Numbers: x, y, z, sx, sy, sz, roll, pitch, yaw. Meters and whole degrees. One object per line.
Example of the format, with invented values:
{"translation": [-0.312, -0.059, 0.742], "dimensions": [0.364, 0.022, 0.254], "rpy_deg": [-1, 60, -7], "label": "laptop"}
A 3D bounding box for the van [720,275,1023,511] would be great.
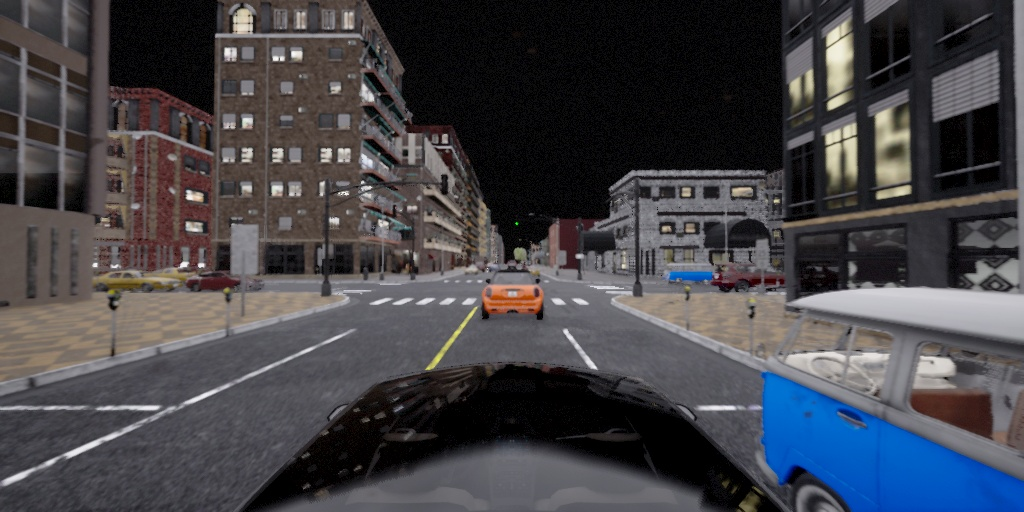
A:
{"translation": [2.658, 1.083, 1.095], "dimensions": [1.690, 1.789, 3.998], "rpy_deg": [0, 0, 0], "label": "van"}

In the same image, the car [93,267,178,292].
{"translation": [-22.962, 1.481, 21.885], "dimensions": [4.829, 1.417, 1.751], "rpy_deg": [0, 0, 0], "label": "car"}

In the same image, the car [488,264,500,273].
{"translation": [-3.043, 2.130, 62.370], "dimensions": [1.812, 1.442, 4.674], "rpy_deg": [0, -1, 1], "label": "car"}

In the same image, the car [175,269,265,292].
{"translation": [-17.469, 1.548, 21.898], "dimensions": [4.207, 1.307, 1.802], "rpy_deg": [0, 0, 0], "label": "car"}

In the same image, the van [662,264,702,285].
{"translation": [14.894, 1.550, 30.357], "dimensions": [3.998, 1.789, 1.690], "rpy_deg": [0, 0, 0], "label": "van"}

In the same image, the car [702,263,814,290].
{"translation": [14.918, 1.372, 21.979], "dimensions": [5.009, 1.841, 2.192], "rpy_deg": [0, 0, 0], "label": "car"}

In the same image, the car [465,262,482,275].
{"translation": [-5.696, 1.970, 51.243], "dimensions": [1.751, 1.417, 4.829], "rpy_deg": [0, 0, 0], "label": "car"}

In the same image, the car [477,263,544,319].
{"translation": [0.037, 1.264, 13.695], "dimensions": [2.097, 1.767, 4.553], "rpy_deg": [0, -1, 0], "label": "car"}

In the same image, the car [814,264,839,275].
{"translation": [20.441, 1.391, 21.993], "dimensions": [5.009, 1.841, 2.192], "rpy_deg": [0, 0, 0], "label": "car"}
